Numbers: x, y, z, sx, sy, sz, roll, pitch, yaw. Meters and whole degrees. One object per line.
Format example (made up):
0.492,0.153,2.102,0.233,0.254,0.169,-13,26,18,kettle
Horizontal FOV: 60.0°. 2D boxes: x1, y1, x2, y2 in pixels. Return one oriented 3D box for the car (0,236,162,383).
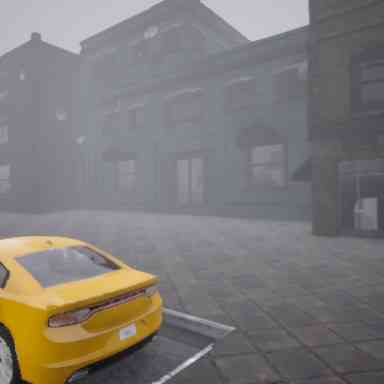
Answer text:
-2.741,1.463,5.326,5.008,1.535,2.097,0,0,36,car
